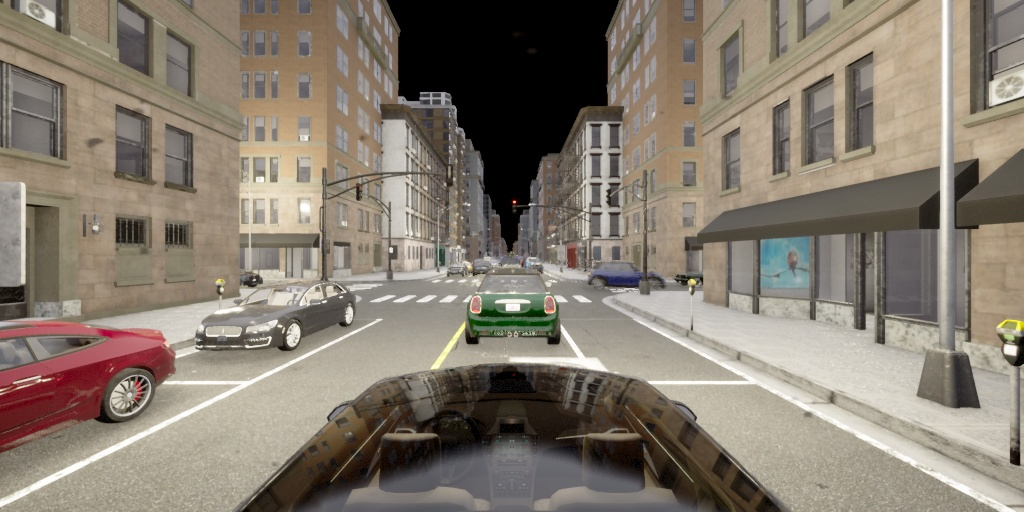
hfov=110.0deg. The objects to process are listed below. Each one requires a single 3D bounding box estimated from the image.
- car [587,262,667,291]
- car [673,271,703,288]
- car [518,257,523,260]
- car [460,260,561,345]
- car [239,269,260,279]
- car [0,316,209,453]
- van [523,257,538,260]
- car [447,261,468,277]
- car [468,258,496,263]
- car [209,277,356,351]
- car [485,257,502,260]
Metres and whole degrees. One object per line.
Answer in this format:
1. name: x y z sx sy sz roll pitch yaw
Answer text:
1. car: 6.849 1.143 21.712 4.553 1.767 2.097 0 0 10
2. car: 13.495 1.431 24.079 4.718 1.301 1.895 0 0 0
3. car: 2.640 1.056 62.752 2.192 1.841 5.009 0 0 0
4. car: 0.040 1.102 9.685 2.097 1.767 4.553 0 0 1
5. car: -17.145 1.223 21.077 4.181 1.385 1.994 0 0 0
6. car: -5.389 1.332 3.161 1.802 1.307 4.207 0 0 0
7. van: 2.637 1.084 46.533 1.690 1.789 3.998 0 0 0
8. car: -5.393 1.296 35.719 2.007 1.370 4.403 0 0 0
9. car: -2.855 1.252 35.356 1.837 1.490 4.892 0 0 0
10. car: -5.389 1.300 8.843 2.007 1.370 4.403 0 0 0
11. car: -2.851 1.269 51.697 1.812 1.442 4.674 0 0 0
